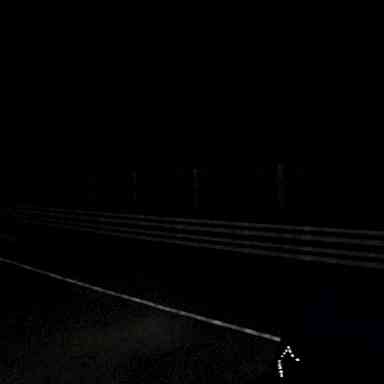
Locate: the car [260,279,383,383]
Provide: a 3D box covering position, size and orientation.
[{"bbox_3d":[3.160,1.185,1.619,5.566,2.045,2.150,0,0,36],"label":"car"}]
